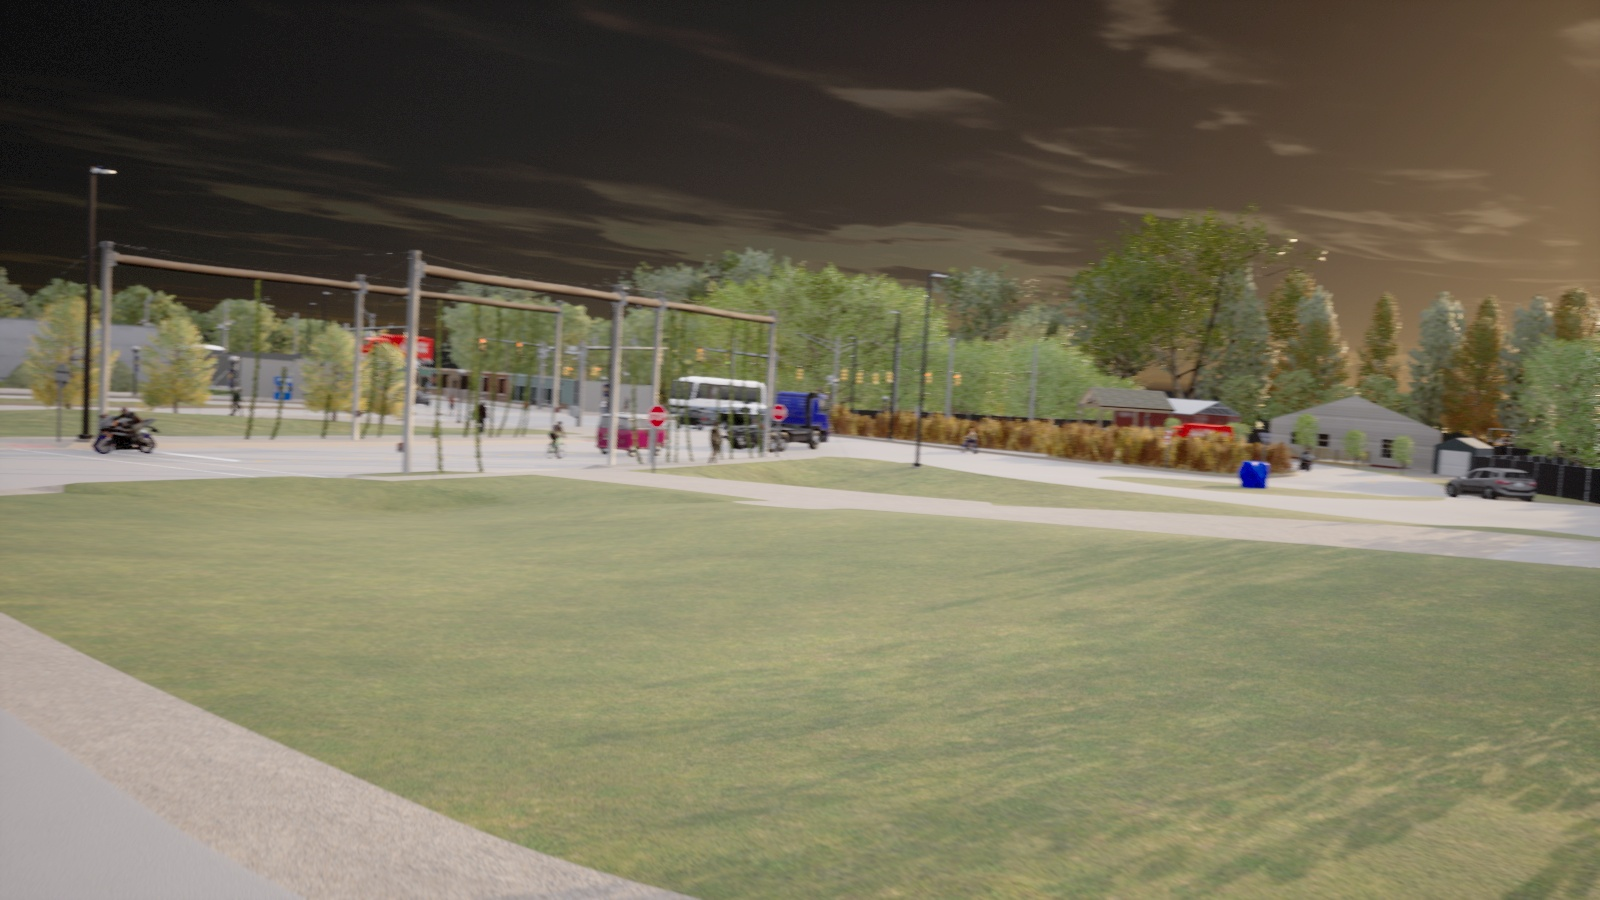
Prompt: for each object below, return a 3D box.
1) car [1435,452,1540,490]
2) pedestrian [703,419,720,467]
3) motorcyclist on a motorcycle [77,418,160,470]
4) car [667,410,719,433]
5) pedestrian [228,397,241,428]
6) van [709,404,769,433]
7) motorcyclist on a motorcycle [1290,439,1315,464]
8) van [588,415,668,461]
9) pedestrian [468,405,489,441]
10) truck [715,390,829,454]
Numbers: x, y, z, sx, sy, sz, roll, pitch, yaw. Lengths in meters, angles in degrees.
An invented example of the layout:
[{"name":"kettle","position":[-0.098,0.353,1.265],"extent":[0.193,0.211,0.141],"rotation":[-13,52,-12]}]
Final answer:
[{"name":"car","position":[34.489,1.026,63.156],"extent":[2.242,1.667,4.611],"rotation":[2,0,-8]},{"name":"pedestrian","position":[-3.671,-0.290,52.116],"extent":[0.396,1.930,0.692],"rotation":[4,4,21]},{"name":"motorcyclist on a motorcycle","position":[-21.272,-0.203,39.236],"extent":[0.866,1.530,2.191],"rotation":[4,2,22]},{"name":"car","position":[-7.876,-2.108,92.327],"extent":[1.789,1.549,3.705],"rotation":[-1,4,-45]},{"name":"pedestrian","position":[-33.348,-2.208,74.055],"extent":[0.614,1.847,0.353],"rotation":[-1,5,-45]},{"name":"van","position":[-4.581,-2.374,94.202],"extent":[2.069,2.038,4.480],"rotation":[-1,3,-44]},{"name":"motorcyclist on a motorcycle","position":[33.771,0.120,84.429],"extent":[0.866,1.530,2.191],"rotation":[2,3,4]},{"name":"van","position":[-8.159,-0.600,59.869],"extent":[1.775,1.987,4.442],"rotation":[4,3,20]},{"name":"pedestrian","position":[-16.942,-1.441,66.128],"extent":[0.634,1.844,0.899],"rotation":[4,4,21]},{"name":"truck","position":[-1.528,-1.757,74.050],"extent":[2.891,3.462,7.936],"rotation":[5,5,30]}]
